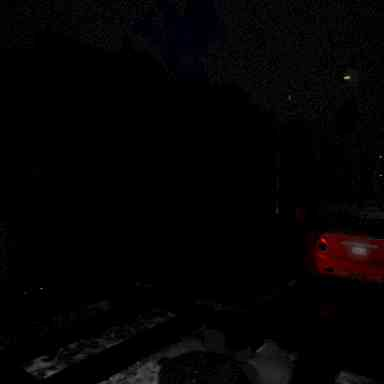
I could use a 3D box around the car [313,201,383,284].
[{"bbox_3d":[4.934,1.307,9.004,2.097,1.767,4.553,3,2,37],"label":"car"}]
